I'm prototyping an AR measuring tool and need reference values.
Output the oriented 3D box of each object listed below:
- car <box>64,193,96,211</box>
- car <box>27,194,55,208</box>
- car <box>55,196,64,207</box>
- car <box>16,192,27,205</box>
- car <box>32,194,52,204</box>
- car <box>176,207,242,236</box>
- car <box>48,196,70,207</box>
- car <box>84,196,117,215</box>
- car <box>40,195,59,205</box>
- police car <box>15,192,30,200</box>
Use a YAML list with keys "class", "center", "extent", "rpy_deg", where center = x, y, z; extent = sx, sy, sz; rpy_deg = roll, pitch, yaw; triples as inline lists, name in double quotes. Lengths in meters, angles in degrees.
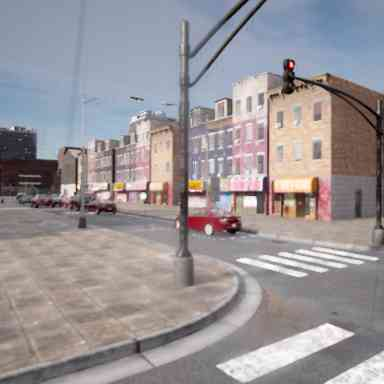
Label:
- class: "car"
  center: [-11.742, 1.066, 35.949]
  extent: [2.192, 1.841, 5.009]
  rpy_deg: [1, 0, -35]
- class: "car"
  center: [-18.357, 1.017, 40.820]
  extent: [2.097, 1.767, 4.553]
  rpy_deg: [0, 0, -35]
- class: "car"
  center: [-14.880, 1.286, 40.392]
  extent: [1.802, 1.307, 4.206]
  rpy_deg: [1, 0, -35]
- class: "car"
  center: [-24.213, 1.129, 49.041]
  extent: [2.033, 1.411, 5.357]
  rpy_deg: [0, 0, -35]
- class: "car"
  center: [-24.280, 1.120, 53.723]
  extent: [2.008, 1.369, 4.403]
  rpy_deg: [1, 0, -35]
- class: "car"
  center: [0.787, 1.500, 18.175]
  extent: [1.887, 1.381, 4.507]
  rpy_deg: [1, 0, -35]
- class: "car"
  center: [-18.013, 1.239, 44.836]
  extent: [1.802, 1.307, 4.206]
  rpy_deg: [1, 0, -35]
- class: "car"
  center: [-8.613, 1.345, 31.505]
  extent: [1.887, 1.381, 4.507]
  rpy_deg: [1, 0, -35]
- class: "car"
  center: [-21.147, 1.195, 49.280]
  extent: [1.802, 1.307, 4.206]
  rpy_deg: [1, 0, -35]
- class: "police car"
  center: [-35.960, 0.843, 70.475]
  extent: [1.930, 1.638, 5.238]
  rpy_deg: [0, 0, -35]
